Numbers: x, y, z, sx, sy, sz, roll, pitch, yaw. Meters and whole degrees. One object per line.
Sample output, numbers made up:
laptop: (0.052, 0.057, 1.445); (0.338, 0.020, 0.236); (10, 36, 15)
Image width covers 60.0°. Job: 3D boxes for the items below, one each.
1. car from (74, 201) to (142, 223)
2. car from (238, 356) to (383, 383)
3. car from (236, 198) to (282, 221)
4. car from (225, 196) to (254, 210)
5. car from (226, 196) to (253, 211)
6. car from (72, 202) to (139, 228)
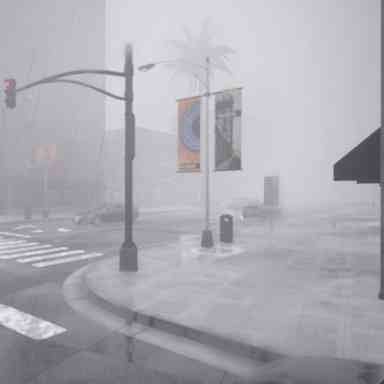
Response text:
car: (-6.666, 1.549, 27.039); (2.033, 1.411, 5.357); (0, 0, 35)
car: (2.057, 1.552, 1.379); (4.403, 1.369, 2.008); (0, 0, 36)
car: (5.914, 1.529, 27.613); (2.128, 1.511, 4.902); (0, 0, 35)
car: (6.536, 1.399, 45.691); (2.097, 1.767, 4.553); (0, 0, 36)
car: (6.157, 1.395, 39.549); (2.097, 1.767, 4.553); (0, 0, 35)
car: (-5.771, 1.493, 22.667); (2.128, 1.511, 4.902); (0, 0, 35)
